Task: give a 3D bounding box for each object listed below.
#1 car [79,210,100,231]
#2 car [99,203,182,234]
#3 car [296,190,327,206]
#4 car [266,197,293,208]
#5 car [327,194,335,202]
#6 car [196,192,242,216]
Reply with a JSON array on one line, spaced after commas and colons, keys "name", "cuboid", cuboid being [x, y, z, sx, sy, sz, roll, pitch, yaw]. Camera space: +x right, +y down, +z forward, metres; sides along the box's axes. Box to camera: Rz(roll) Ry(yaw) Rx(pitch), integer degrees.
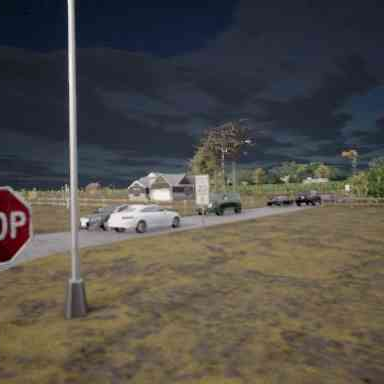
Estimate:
[{"name": "car", "cuboid": [-4.594, 1.481, 20.418, 2.128, 1.511, 4.902, -3, -1, 35]}, {"name": "car", "cuboid": [-2.514, 1.413, 18.421, 1.812, 1.442, 4.674, -3, -1, 35]}, {"name": "car", "cuboid": [15.351, 0.781, 43.413, 2.150, 2.045, 5.566, -3, -1, 37]}, {"name": "car", "cuboid": [11.159, 1.301, 42.439, 1.895, 1.301, 4.718, -3, -1, 36]}, {"name": "car", "cuboid": [21.311, 0.989, 51.829, 2.033, 1.411, 5.357, -3, -1, 35]}, {"name": "car", "cuboid": [2.586, 1.080, 30.495, 2.150, 2.045, 5.566, -3, -1, 36]}]
